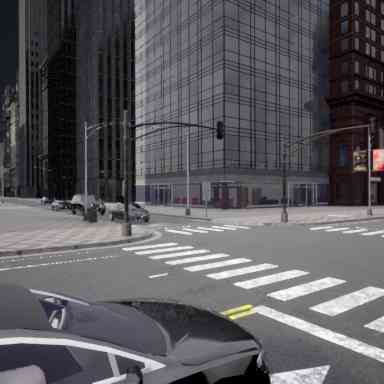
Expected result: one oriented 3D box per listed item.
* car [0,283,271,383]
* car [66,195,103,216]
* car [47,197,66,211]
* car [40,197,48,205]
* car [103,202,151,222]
[{"bbox_3d":[-1.493,1.491,2.373,4.902,1.511,2.128,0,0,-36],"label":"car"},{"bbox_3d":[-10.740,1.294,34.130,2.150,2.045,5.566,0,0,-36],"label":"car"},{"bbox_3d":[-16.541,1.660,42.328,1.994,1.385,4.181,0,0,-36],"label":"car"},{"bbox_3d":[-27.625,1.652,63.473,1.837,1.490,4.892,0,0,-35],"label":"car"},{"bbox_3d":[-4.991,1.555,26.028,1.837,1.490,4.892,0,0,-35],"label":"car"}]
